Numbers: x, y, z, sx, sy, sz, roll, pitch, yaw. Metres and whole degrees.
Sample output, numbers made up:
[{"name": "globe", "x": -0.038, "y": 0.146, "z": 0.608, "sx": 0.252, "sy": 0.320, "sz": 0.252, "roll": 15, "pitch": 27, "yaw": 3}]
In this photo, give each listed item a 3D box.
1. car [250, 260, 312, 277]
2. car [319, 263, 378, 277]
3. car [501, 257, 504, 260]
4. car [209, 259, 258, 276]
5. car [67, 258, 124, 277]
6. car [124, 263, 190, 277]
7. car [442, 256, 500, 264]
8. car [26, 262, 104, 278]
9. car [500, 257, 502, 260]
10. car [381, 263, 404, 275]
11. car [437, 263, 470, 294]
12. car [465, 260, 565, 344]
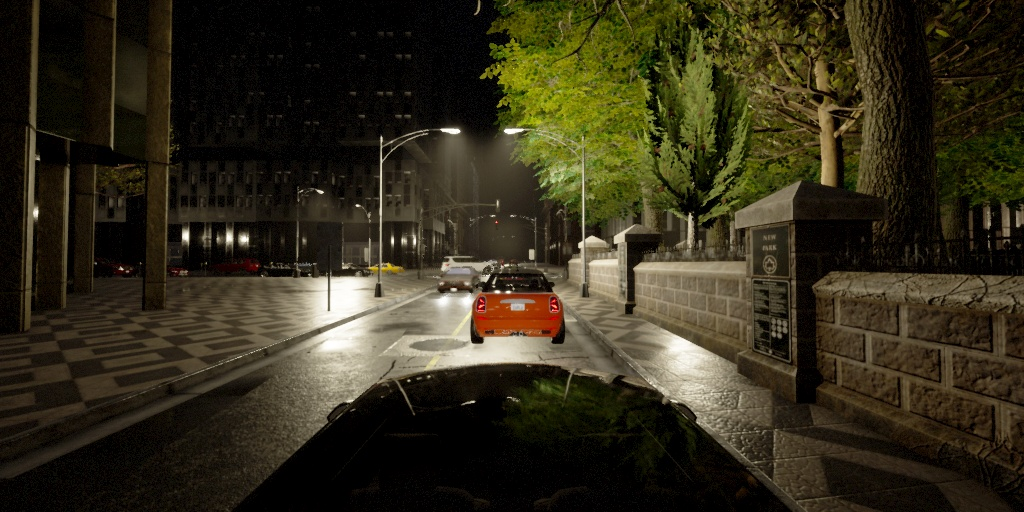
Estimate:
[{"name": "car", "x": -20.021, "y": 1.290, "z": 31.590, "sx": 4.313, "sy": 1.339, "sz": 1.948, "roll": 0, "pitch": 0, "yaw": 1}, {"name": "car", "x": -14.508, "y": 1.268, "z": 31.535, "sx": 4.403, "sy": 1.370, "sz": 2.007, "roll": 0, "pitch": 0, "yaw": 1}, {"name": "car", "x": -2.811, "y": 1.369, "z": 61.449, "sx": 1.837, "sy": 1.490, "sz": 4.892, "roll": 0, "pitch": 0, "yaw": 1}, {"name": "car", "x": -30.969, "y": 1.238, "z": 40.223, "sx": 5.009, "sy": 1.841, "sz": 2.192, "roll": 0, "pitch": 0, "yaw": 1}, {"name": "car", "x": -36.560, "y": 1.062, "z": 31.755, "sx": 5.009, "sy": 1.841, "sz": 2.192, "roll": 0, "pitch": 0, "yaw": 1}, {"name": "car", "x": -31.047, "y": 1.321, "z": 31.700, "sx": 4.207, "sy": 1.307, "sz": 1.802, "roll": 0, "pitch": 0, "yaw": 1}, {"name": "car", "x": -4.499, "y": 1.035, "z": 37.060, "sx": 5.566, "sy": 2.045, "sz": 2.150, "roll": -1, "pitch": 0, "yaw": -27}, {"name": "car", "x": -42.977, "y": 1.308, "z": 34.537, "sx": 4.902, "sy": 1.511, "sz": 2.128, "roll": 0, "pitch": -1, "yaw": 1}, {"name": "car", "x": -2.877, "y": 1.326, "z": 50.823, "sx": 2.128, "sy": 1.511, "sz": 4.902, "roll": 0, "pitch": 0, "yaw": 0}, {"name": "car", "x": -14.602, "y": 1.426, "z": 40.059, "sx": 4.829, "sy": 1.417, "sz": 1.751, "roll": 0, "pitch": 0, "yaw": 1}, {"name": "car", "x": -2.916, "y": 1.315, "z": 20.731, "sx": 2.033, "sy": 1.411, "sz": 5.357, "roll": 0, "pitch": 0, "yaw": 0}, {"name": "car", "x": 0.129, "y": 1.107, "z": 9.759, "sx": 2.097, "sy": 1.767, "sz": 4.553, "roll": 0, "pitch": 0, "yaw": 0}]
